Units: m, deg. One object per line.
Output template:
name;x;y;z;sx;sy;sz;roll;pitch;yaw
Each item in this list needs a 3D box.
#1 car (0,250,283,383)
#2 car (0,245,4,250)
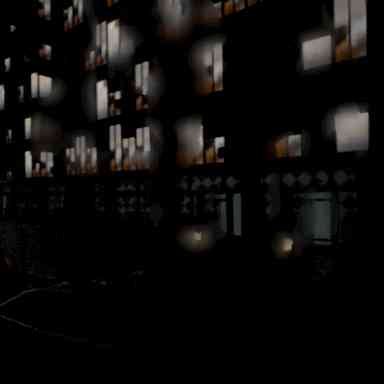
car;-1.127;1.577;3.893;4.313;1.339;1.947;-1;0;38
car;-5.629;1.517;7.360;4.097;1.590;1.967;-1;0;38
